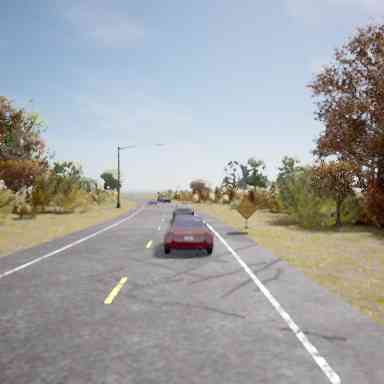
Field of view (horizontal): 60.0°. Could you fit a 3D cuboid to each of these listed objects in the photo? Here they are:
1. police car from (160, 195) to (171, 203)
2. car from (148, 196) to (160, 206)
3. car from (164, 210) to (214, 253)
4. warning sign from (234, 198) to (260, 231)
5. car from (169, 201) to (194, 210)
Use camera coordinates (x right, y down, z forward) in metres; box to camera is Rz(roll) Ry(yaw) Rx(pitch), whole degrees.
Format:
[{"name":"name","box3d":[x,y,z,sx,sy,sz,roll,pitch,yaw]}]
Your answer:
[{"name":"police car","box3d":[-6.802,2.175,89.598,1.930,1.638,5.238,0,0,-10]},{"name":"car","box3d":[-8.477,2.132,71.304,1.812,1.442,4.674,0,0,-8]},{"name":"car","box3d":[-0.164,1.697,14.364,1.994,1.385,4.181,0,0,-1]},{"name":"warning sign","box3d":[3.220,1.295,19.650,1.300,1.860,1.060,0,0,-2]},{"name":"car","box3d":[-0.791,1.759,29.425,2.128,1.511,4.902,0,0,-3]}]
